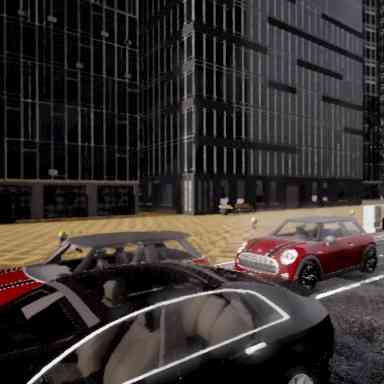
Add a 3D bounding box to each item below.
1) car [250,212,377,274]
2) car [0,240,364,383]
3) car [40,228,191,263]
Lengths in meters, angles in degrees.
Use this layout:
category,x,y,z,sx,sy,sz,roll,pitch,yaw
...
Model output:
category,x,y,z,sx,sy,sz,roll,pitch,yaw
car,3.031,1.389,8.723,4.097,1.590,1.967,0,0,-36
car,-0.728,1.498,2.859,4.892,1.490,1.837,0,0,-36
car,-1.582,1.428,5.431,4.097,1.590,1.967,0,0,-36
